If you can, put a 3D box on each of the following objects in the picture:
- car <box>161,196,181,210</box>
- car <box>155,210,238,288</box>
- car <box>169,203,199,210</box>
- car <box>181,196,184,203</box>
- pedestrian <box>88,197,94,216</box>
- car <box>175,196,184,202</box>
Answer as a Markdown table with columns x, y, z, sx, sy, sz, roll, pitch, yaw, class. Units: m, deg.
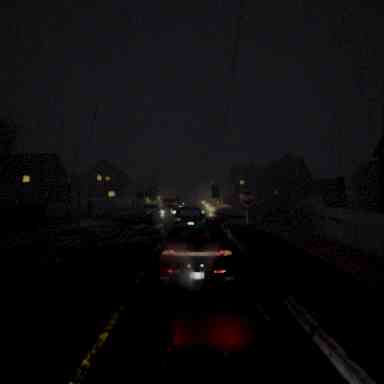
| x | y | z | sx | sy | sz | roll | pitch | yaw | class |
| --- | --- | --- | --- | --- | --- | --- | --- | --- | --- |
| -2.859 | 1.505 | 43.008 | 1.882 | 1.535 | 5.008 | 0 | 0 | 0 | car |
| 0.097 | 1.484 | 9.193 | 2.128 | 1.511 | 4.902 | 0 | 0 | 0 | car |
| -0.190 | 1.556 | 18.980 | 1.994 | 1.385 | 4.181 | 0 | 0 | -4 | car |
| -2.827 | 1.603 | 60.110 | 1.812 | 1.442 | 4.674 | 0 | 0 | 1 | car |
| -9.826 | 1.360 | 32.043 | 0.375 | 1.860 | 0.375 | 0 | -3 | -1 | pedestrian |
| -2.779 | 1.657 | 75.536 | 1.895 | 1.301 | 4.718 | 0 | 0 | 0 | car |
